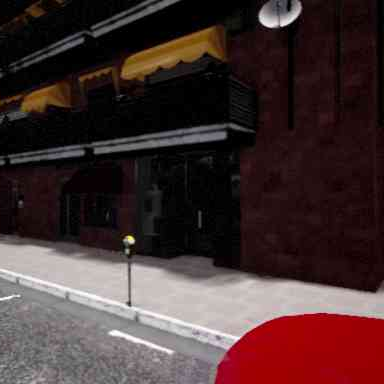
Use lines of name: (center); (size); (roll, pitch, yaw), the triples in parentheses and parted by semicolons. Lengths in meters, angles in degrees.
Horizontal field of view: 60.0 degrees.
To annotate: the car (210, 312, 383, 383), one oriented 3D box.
car: (2.317, 1.321, 1.238); (5.009, 1.841, 2.192); (0, -1, 36)
